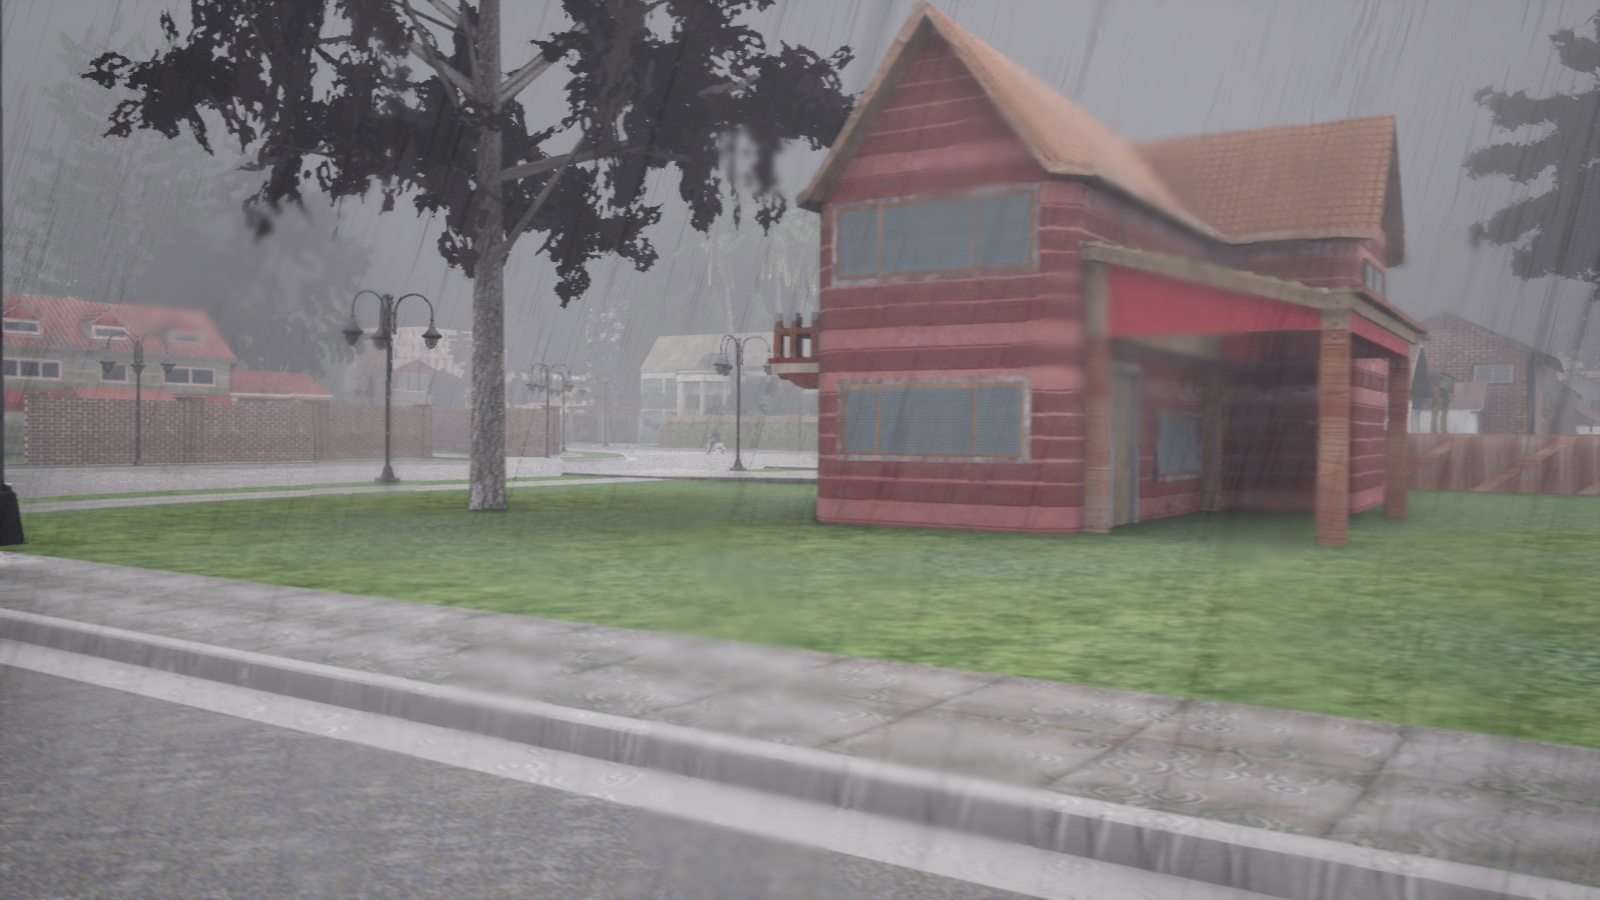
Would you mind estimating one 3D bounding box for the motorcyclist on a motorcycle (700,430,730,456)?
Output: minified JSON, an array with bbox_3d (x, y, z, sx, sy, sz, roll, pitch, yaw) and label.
[{"bbox_3d":[-5.235,-0.431,77.438,0.866,1.590,1.817,-3,2,-45],"label":"motorcyclist on a motorcycle"}]
